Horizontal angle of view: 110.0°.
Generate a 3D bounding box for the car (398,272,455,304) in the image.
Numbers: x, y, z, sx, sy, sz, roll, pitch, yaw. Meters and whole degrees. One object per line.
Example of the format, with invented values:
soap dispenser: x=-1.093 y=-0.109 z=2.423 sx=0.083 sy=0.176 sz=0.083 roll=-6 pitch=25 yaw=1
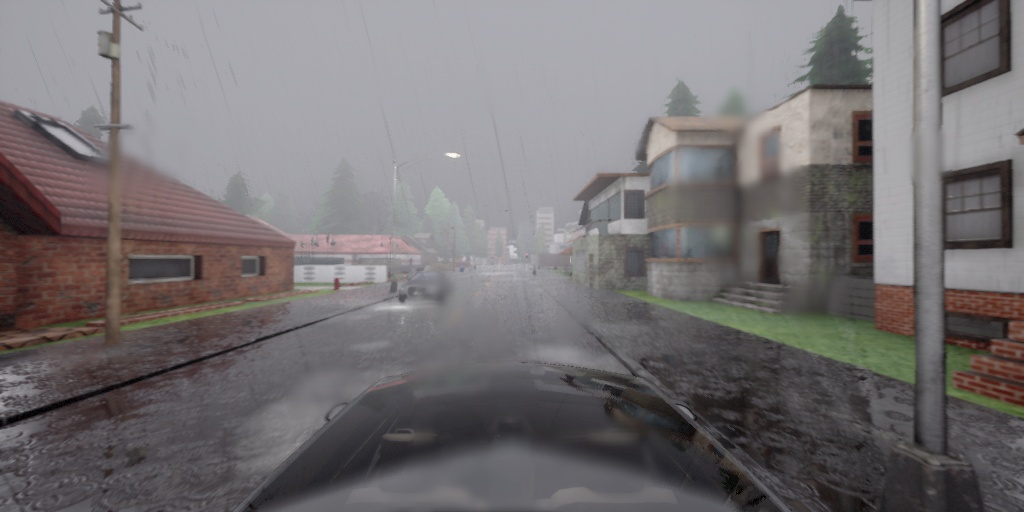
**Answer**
car: x=-3.983 y=1.445 z=17.270 sx=1.994 sy=1.385 sz=4.181 roll=0 pitch=-1 yaw=0
